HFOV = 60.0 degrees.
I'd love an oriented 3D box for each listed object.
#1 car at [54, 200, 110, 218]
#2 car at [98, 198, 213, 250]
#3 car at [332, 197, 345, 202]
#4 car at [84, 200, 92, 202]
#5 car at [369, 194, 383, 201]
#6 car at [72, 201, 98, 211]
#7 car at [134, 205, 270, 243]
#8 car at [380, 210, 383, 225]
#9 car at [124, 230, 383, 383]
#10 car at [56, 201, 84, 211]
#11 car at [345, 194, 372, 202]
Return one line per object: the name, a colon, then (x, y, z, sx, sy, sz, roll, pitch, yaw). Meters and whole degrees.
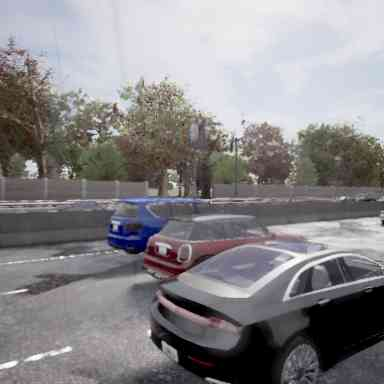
car: (-10.240, 1.526, 31.076, 4.674, 1.442, 1.812, 0, 0, -35)
car: (-0.252, 1.222, 12.161, 5.566, 2.045, 2.150, 0, 0, -35)
car: (25.639, 1.537, 56.568, 4.902, 1.511, 2.128, 0, 0, -35)
car: (-5.504, 1.505, 25.857, 4.892, 1.490, 1.837, 0, 0, -35)
car: (29.955, 1.536, 51.057, 4.902, 1.511, 2.128, 0, 0, -35)
car: (-5.070, 1.526, 21.856, 4.674, 1.442, 1.812, 0, 0, -36)
car: (1.065, 1.352, 8.805, 4.553, 1.767, 2.097, 0, 0, -35)
car: (14.650, 1.531, 22.790, 4.674, 1.442, 1.812, 0, 0, -35)
car: (1.737, 1.492, 4.983, 4.902, 1.511, 2.128, 0, 0, -36)
car: (-8.781, 1.564, 27.818, 4.181, 1.385, 1.994, 0, 0, -35)
car: (27.719, 1.264, 53.754, 5.566, 2.045, 2.150, 0, 0, -35)
